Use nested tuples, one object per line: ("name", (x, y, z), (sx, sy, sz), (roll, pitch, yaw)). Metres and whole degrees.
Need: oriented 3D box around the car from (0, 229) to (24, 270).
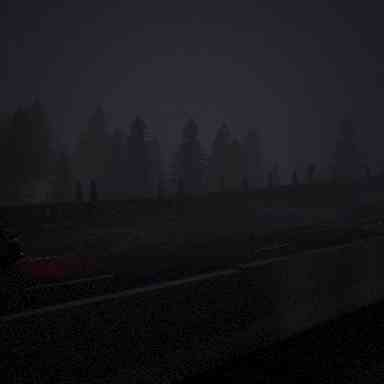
("car", (-6.708, 1.454, 7.821), (4.902, 1.511, 2.128), (0, 0, -35))
